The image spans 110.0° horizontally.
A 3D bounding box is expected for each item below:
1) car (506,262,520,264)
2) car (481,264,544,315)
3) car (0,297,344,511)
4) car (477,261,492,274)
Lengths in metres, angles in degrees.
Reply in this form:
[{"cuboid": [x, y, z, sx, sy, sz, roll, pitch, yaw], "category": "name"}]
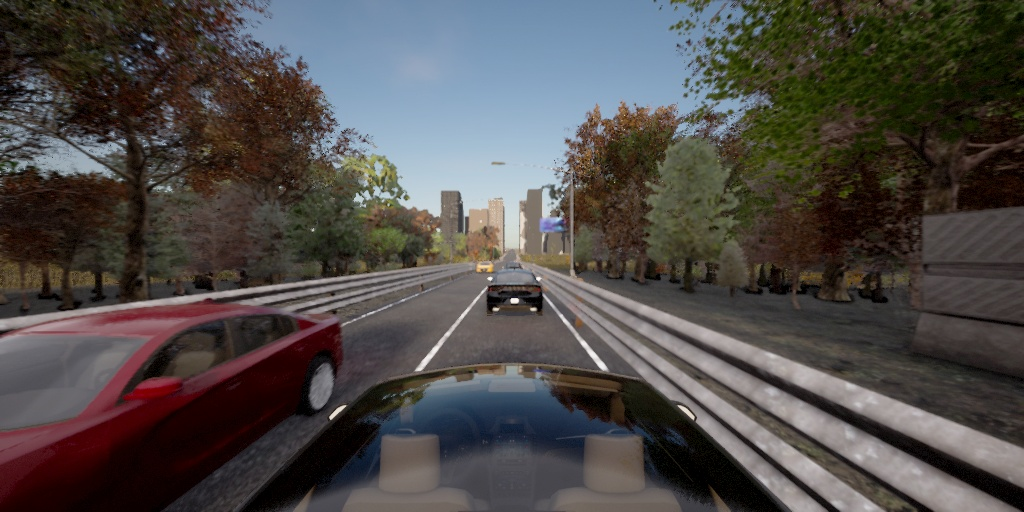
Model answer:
[{"cuboid": [0.092, 1.341, 33.190, 1.837, 1.490, 4.892, 0, 0, 0], "category": "car"}, {"cuboid": [0.089, 1.214, 13.428, 1.882, 1.535, 5.008, 0, 0, 0], "category": "car"}, {"cuboid": [-3.350, 1.224, 3.118, 1.882, 1.535, 5.008, 0, 0, 0], "category": "car"}, {"cuboid": [-3.338, 1.413, 45.139, 1.882, 1.535, 5.008, 0, 0, 0], "category": "car"}]
